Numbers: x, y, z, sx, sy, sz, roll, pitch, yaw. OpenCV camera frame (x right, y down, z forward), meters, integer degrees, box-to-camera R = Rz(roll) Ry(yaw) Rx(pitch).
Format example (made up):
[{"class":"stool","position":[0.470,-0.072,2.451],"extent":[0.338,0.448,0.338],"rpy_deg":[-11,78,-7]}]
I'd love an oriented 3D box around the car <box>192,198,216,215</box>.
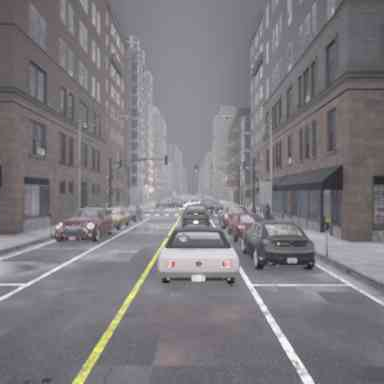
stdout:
[{"class":"car","position":[2.269,1.726,36.370],"extent":[1.837,1.490,4.892],"rpy_deg":[-2,-1,30]}]

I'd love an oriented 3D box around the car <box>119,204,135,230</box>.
[{"class":"car","position":[-5.235,1.658,22.035],"extent":[1.752,1.417,4.829],"rpy_deg":[0,0,0]}]

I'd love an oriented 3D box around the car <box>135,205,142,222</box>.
[{"class":"car","position":[-5.193,1.717,27.723],"extent":[2.008,1.369,4.403],"rpy_deg":[0,0,0]}]

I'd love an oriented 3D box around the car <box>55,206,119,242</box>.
[{"class":"car","position":[-5.275,1.540,16.689],"extent":[1.967,1.590,4.097],"rpy_deg":[0,0,0]}]

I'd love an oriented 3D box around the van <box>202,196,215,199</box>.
[{"class":"van","position":[3.035,1.668,54.754],"extent":[1.690,1.788,3.998],"rpy_deg":[0,0,0]}]

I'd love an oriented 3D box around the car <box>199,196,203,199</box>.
[{"class":"car","position":[3.205,2.040,77.476],"extent":[1.802,1.307,4.206],"rpy_deg":[0,0,0]}]

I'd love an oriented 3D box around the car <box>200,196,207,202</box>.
[{"class":"car","position":[3.333,1.987,94.520],"extent":[1.967,1.590,4.097],"rpy_deg":[0,0,0]}]

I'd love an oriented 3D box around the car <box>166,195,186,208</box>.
[{"class":"car","position":[-2.510,1.669,53.173],"extent":[2.097,1.767,4.553],"rpy_deg":[0,0,2]}]

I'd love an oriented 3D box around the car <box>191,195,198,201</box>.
[{"class":"car","position":[0.620,2.025,84.484],"extent":[2.033,1.411,5.357],"rpy_deg":[0,0,0]}]

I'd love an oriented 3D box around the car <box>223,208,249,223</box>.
[{"class":"car","position":[2.750,1.683,16.635],"extent":[1.802,1.307,4.206],"rpy_deg":[0,0,0]}]

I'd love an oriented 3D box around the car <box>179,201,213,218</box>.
[{"class":"car","position":[0.263,1.645,23.319],"extent":[1.837,1.490,4.892],"rpy_deg":[0,0,0]}]

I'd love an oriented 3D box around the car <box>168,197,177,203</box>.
[{"class":"car","position":[-4.777,2.053,83.212],"extent":[1.947,1.339,4.313],"rpy_deg":[0,0,0]}]

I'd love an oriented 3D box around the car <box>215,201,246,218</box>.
[{"class":"car","position":[2.791,1.574,22.155],"extent":[1.967,1.590,4.097],"rpy_deg":[0,0,0]}]

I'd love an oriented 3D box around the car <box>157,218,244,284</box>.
[{"class":"car","position":[0.165,1.660,9.693],"extent":[1.895,1.301,4.718],"rpy_deg":[0,0,0]}]

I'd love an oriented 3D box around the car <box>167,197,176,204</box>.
[{"class":"car","position":[-4.821,1.982,77.361],"extent":[1.752,1.417,4.829],"rpy_deg":[0,0,0]}]

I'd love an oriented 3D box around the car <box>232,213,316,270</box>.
[{"class":"car","position":[2.709,1.618,11.116],"extent":[2.008,1.369,4.403],"rpy_deg":[0,0,0]}]

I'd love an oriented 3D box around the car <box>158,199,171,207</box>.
[{"class":"car","position":[-4.947,1.905,60.485],"extent":[1.887,1.381,4.507],"rpy_deg":[0,0,0]}]

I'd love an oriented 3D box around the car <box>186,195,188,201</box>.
[{"class":"car","position":[-2.247,1.957,68.907],"extent":[2.033,1.411,5.357],"rpy_deg":[0,0,0]}]

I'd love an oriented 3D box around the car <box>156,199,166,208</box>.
[{"class":"car","position":[-4.990,1.877,54.804],"extent":[2.008,1.369,4.403],"rpy_deg":[0,0,0]}]

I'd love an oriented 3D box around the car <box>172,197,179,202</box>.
[{"class":"car","position":[-4.692,2.112,94.575],"extent":[1.947,1.339,4.313],"rpy_deg":[0,0,0]}]

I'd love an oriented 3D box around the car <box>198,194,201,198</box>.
[{"class":"car","position":[3.248,1.803,83.159],"extent":[2.192,1.841,5.009],"rpy_deg":[0,0,0]}]
